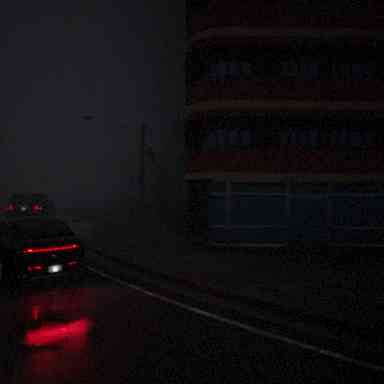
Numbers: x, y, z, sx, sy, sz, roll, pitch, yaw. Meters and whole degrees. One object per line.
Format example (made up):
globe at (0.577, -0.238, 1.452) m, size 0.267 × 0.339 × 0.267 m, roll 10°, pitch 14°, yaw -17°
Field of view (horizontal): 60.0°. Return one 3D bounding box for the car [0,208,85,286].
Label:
car at (-4.589, 1.448, 9.396) m, size 1.837 × 1.490 × 4.892 m, roll 0°, pitch 1°, yaw -38°

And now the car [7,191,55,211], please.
car at (-10.588, 1.083, 22.140) m, size 2.150 × 2.045 × 5.566 m, roll 0°, pitch 0°, yaw -15°
